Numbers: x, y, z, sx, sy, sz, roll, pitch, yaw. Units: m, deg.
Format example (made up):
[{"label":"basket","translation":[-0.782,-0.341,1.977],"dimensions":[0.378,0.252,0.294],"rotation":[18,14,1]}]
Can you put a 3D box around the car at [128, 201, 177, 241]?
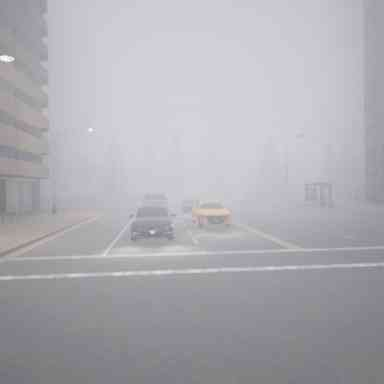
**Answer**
[{"label":"car","translation":[-1.884,1.398,16.070],"dimensions":[1.837,1.490,4.892],"rotation":[-1,0,-6]}]

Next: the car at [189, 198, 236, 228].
[{"label":"car","translation":[1.132,1.296,20.964],"dimensions":[1.882,1.535,5.008],"rotation":[-1,0,-6]}]

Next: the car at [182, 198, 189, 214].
[{"label":"car","translation":[-0.015,1.288,32.257],"dimensions":[2.033,1.411,5.357],"rotation":[-1,0,-6]}]

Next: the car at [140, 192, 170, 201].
[{"label":"car","translation":[-3.180,1.023,28.704],"dimensions":[2.150,2.045,5.566],"rotation":[-1,1,-6]}]

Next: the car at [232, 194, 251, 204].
[{"label":"car","translation":[7.355,1.030,49.500],"dimensions":[1.812,1.442,4.674],"rotation":[0,1,25]}]
